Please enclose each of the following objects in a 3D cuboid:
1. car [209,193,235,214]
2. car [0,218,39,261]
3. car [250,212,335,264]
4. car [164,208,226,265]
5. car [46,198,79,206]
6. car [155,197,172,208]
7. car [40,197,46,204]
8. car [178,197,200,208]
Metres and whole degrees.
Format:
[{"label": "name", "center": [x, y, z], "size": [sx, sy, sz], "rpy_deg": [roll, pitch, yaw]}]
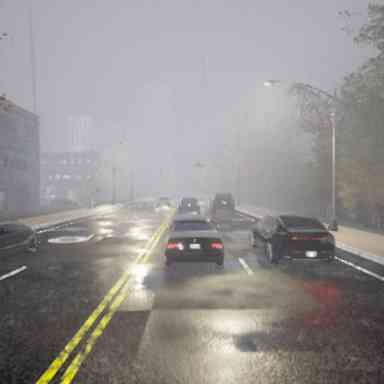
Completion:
[{"label": "car", "center": [2.962, 1.107, 33.262], "size": [2.150, 2.045, 5.566], "rpy_deg": [0, 0, -1]}, {"label": "car", "center": [-6.642, 1.527, 10.619], "size": [1.994, 1.385, 4.181], "rpy_deg": [0, 0, -1]}, {"label": "car", "center": [3.289, 1.464, 11.650], "size": [1.837, 1.490, 4.892], "rpy_deg": [0, 0, -1]}, {"label": "car", "center": [0.047, 1.507, 11.498], "size": [2.033, 1.411, 5.357], "rpy_deg": [0, 0, -1]}, {"label": "car", "center": [-20.686, 1.635, 54.073], "size": [4.313, 1.339, 1.947], "rpy_deg": [-1, 1, -1]}, {"label": "car", "center": [-3.851, 1.404, 46.286], "size": [1.812, 1.442, 4.674], "rpy_deg": [0, 0, -1]}, {"label": "car", "center": [-29.156, 1.604, 62.447], "size": [4.403, 1.369, 2.008], "rpy_deg": [-1, 1, -1]}, {"label": "car", "center": [-0.283, 1.240, 32.968], "size": [2.097, 1.767, 4.553], "rpy_deg": [0, 0, -1]}]
